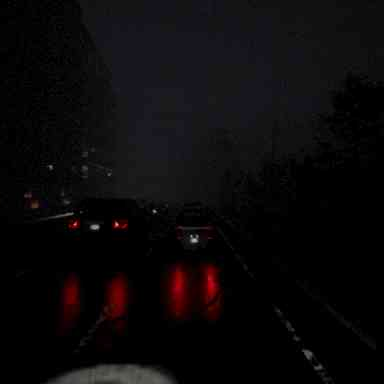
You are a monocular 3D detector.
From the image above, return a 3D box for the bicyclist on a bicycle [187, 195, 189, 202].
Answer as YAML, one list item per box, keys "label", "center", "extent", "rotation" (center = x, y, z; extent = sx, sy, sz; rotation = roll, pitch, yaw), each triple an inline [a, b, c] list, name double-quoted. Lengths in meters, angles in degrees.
- label: "bicyclist on a bicycle"
  center: [-1.014, 1.685, 87.370]
  extent: [0.582, 1.620, 1.656]
  rotation: [0, 0, -4]

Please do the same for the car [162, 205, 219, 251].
- label: "car"
  center: [0.092, 1.529, 14.365]
  extent: [2.128, 1.511, 4.902]
  rotation: [0, 0, 0]

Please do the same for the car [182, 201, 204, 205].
- label: "car"
  center: [0.106, 1.562, 31.240]
  extent: [1.882, 1.535, 5.008]
  rotation: [0, 0, 0]

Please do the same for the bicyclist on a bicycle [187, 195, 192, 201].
- label: "bicyclist on a bicycle"
  center: [-0.398, 1.581, 78.311]
  extent: [0.659, 1.776, 1.843]
  rotation: [0, 0, -4]

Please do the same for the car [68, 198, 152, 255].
- label: "car"
  center: [-3.159, 1.255, 13.551]
  extent: [2.150, 2.045, 5.566]
  rotation: [0, 0, 0]

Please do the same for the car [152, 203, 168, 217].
- label: "car"
  center: [-3.147, 1.645, 30.149]
  extent: [1.994, 1.385, 4.181]
  rotation: [0, 0, 0]

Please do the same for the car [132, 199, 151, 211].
- label: "car"
  center: [-6.645, 1.647, 44.192]
  extent: [1.812, 1.442, 4.674]
  rotation: [0, 0, -1]

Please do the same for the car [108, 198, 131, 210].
- label: "car"
  center: [-9.911, 1.618, 45.808]
  extent: [2.128, 1.511, 4.902]
  rotation: [0, 0, -1]
